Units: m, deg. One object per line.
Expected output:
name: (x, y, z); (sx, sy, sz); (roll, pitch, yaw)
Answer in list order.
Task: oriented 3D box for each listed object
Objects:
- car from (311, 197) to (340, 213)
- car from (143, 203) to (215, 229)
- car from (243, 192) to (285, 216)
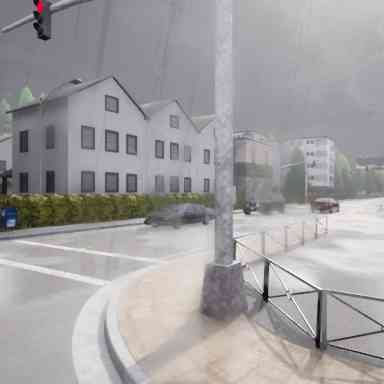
car: (13.516, 1.289, 33.608); (1.882, 1.535, 5.008); (0, 0, 35)
car: (-0.511, 1.360, 20.206); (2.033, 1.411, 5.357); (0, 0, 35)
car: (6.682, 1.032, 30.340); (2.150, 2.045, 5.566); (0, 0, 36)
